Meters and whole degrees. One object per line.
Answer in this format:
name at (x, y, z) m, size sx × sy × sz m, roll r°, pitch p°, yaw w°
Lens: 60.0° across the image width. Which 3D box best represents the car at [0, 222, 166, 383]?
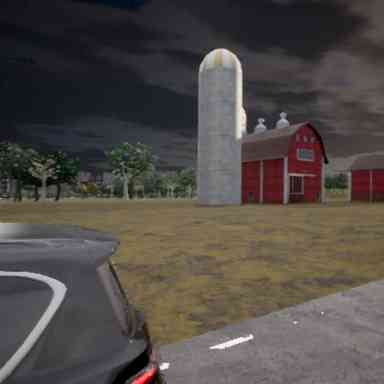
car at (-2.730, 1.233, 1.130) m, size 5.566 × 2.045 × 2.150 m, roll 0°, pitch 0°, yaw -35°
